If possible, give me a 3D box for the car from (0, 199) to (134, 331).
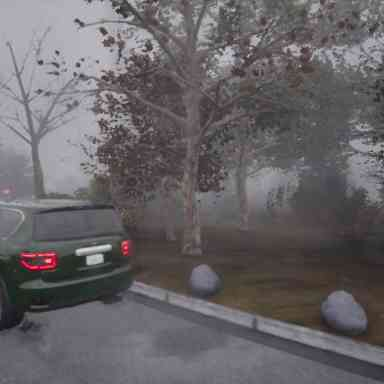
[{"bbox_3d":[-3.587,1.167,7.076,5.566,2.045,2.150,0,0,41],"label":"car"}]
